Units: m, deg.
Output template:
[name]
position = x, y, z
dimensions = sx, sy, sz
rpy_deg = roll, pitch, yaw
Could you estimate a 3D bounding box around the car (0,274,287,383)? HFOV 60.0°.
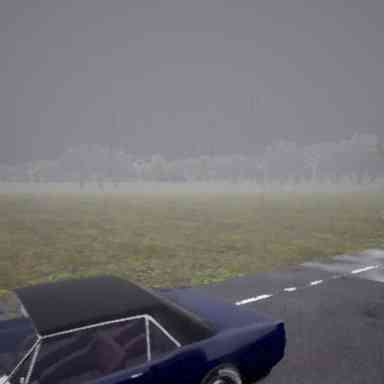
[car]
position = -1.370, 1.601, 3.016
dimensions = 4.718, 1.301, 1.895
rpy_deg = 0, 0, -35
